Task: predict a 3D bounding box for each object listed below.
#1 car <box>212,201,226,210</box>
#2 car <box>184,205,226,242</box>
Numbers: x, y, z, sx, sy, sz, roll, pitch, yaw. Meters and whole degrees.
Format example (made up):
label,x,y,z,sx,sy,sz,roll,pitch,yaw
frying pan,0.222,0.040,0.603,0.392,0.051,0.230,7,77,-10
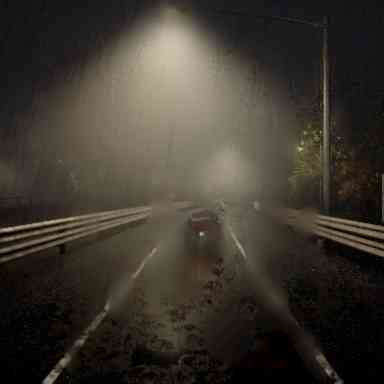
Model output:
label,x,y,z,sx,sy,sz,roll,pitch,yaw
car,3.787,2.023,47.437,1.812,1.442,4.674,0,-1,9
car,0.625,1.689,17.471,1.837,1.490,4.892,0,0,3
